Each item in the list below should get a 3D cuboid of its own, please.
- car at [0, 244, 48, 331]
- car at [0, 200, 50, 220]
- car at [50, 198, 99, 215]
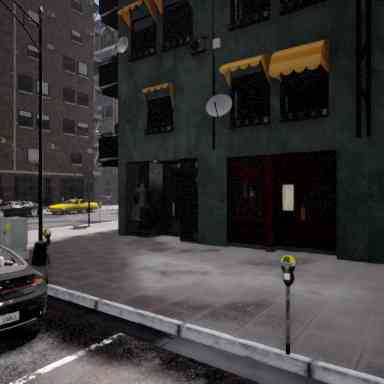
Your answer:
[{"bbox_3d":[-4.355,1.551,5.976,4.403,1.369,2.008,0,0,35],"label":"car"},{"bbox_3d":[-13.928,1.350,25.982,2.008,1.369,4.403,1,1,35],"label":"car"},{"bbox_3d":[-10.840,1.249,30.408,1.752,1.417,4.829,1,1,35],"label":"car"}]
